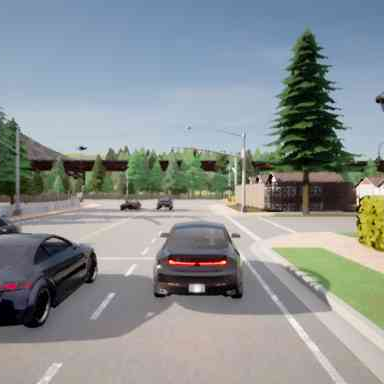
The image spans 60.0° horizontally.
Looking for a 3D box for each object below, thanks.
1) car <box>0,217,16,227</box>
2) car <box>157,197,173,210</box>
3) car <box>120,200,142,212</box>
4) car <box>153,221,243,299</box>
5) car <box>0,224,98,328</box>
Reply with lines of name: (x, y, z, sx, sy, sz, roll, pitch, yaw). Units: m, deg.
car: (-7.104, 1.498, 10.191, 1.837, 1.490, 4.892, 0, 0, 0)
car: (-3.411, 1.478, 42.893, 1.837, 1.490, 4.892, 0, 0, 0)
car: (-7.096, 1.577, 38.833, 1.895, 1.301, 4.718, 0, 0, 0)
car: (0.193, 1.500, 8.465, 1.837, 1.490, 4.892, 0, 0, 2)
car: (-3.420, 1.560, 6.979, 1.994, 1.385, 4.181, 0, 0, 0)
